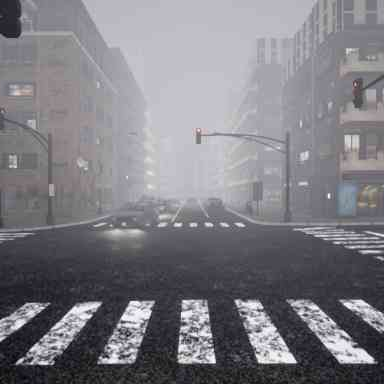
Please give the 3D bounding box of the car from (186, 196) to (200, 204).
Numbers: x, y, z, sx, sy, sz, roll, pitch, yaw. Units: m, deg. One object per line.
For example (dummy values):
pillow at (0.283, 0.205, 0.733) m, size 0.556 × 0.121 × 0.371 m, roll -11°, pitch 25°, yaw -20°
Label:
car at (0.006, 1.513, 62.184) m, size 2.128 × 1.511 × 4.902 m, roll 0°, pitch 0°, yaw 0°

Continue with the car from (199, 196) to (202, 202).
car at (2.606, 1.599, 54.966) m, size 1.802 × 1.307 × 4.206 m, roll 0°, pitch 0°, yaw 0°

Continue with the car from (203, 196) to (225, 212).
car at (2.632, 1.448, 37.919) m, size 1.967 × 1.590 × 4.097 m, roll 0°, pitch 0°, yaw 0°

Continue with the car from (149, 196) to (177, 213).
car at (-3.156, 1.496, 37.389) m, size 2.128 × 1.511 × 4.902 m, roll 0°, pitch 0°, yaw 0°

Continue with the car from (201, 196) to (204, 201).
car at (2.623, 1.451, 43.601) m, size 1.967 × 1.590 × 4.097 m, roll 0°, pitch 0°, yaw 0°

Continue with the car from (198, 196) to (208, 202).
car at (2.570, 1.585, 77.695) m, size 2.008 × 1.369 × 4.403 m, roll 0°, pitch 0°, yaw 0°

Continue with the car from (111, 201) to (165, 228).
car at (-3.676, 1.551, 22.731) m, size 2.033 × 1.411 × 5.357 m, roll 0°, pitch 0°, yaw 10°

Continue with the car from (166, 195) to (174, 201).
car at (-5.828, 1.595, 89.045) m, size 2.008 × 1.369 × 4.403 m, roll 0°, pitch 0°, yaw 0°

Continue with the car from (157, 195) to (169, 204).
car at (-5.793, 1.465, 66.316) m, size 1.967 × 1.590 × 4.097 m, roll 0°, pitch 0°, yaw 0°

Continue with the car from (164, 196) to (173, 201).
car at (-5.819, 1.589, 83.362) m, size 2.008 × 1.369 × 4.403 m, roll 0°, pitch 0°, yaw 0°

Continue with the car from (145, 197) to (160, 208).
car at (-5.766, 1.539, 49.098) m, size 1.752 × 1.417 × 4.829 m, roll 0°, pitch 0°, yaw 0°

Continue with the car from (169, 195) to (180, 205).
car at (-3.135, 1.621, 60.792) m, size 1.895 × 1.301 × 4.718 m, roll 0°, pitch 0°, yaw 1°

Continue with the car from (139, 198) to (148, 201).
car at (-5.739, 1.572, 32.221) m, size 1.947 × 1.339 × 4.313 m, roll 0°, pitch 0°, yaw 0°

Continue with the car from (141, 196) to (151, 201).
car at (-5.748, 1.534, 37.734) m, size 1.752 × 1.417 × 4.829 m, roll 0°, pitch 0°, yaw 0°
